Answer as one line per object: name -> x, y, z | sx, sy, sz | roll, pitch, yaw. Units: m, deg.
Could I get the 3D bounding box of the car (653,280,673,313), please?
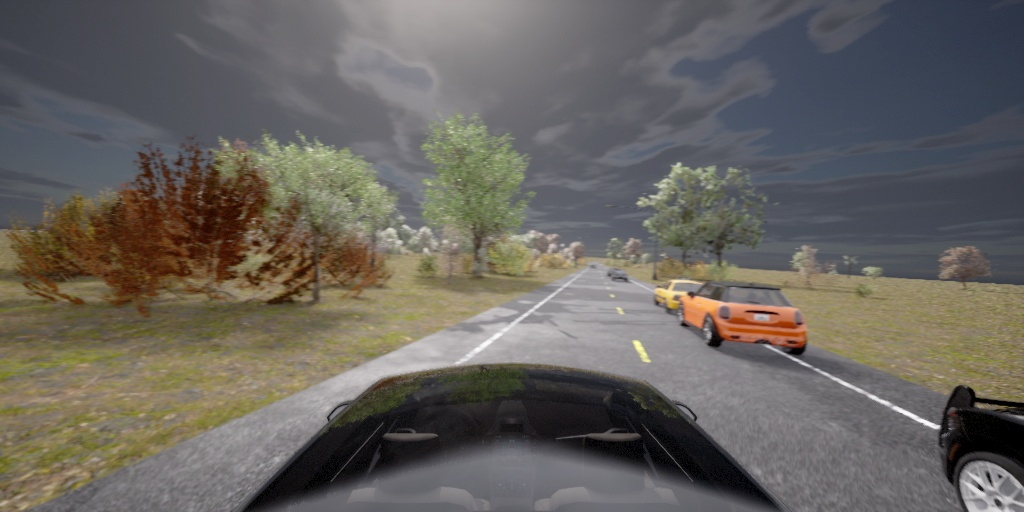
car -> 7.847, 1.767, 16.688 | 1.801, 1.575, 5.366 | 3, -1, 13

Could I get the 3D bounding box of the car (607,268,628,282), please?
car -> 13.235, 2.378, 44.217 | 2.033, 1.411, 5.357 | 3, 0, 13

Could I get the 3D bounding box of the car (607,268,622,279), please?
car -> 15.664, 2.609, 54.978 | 1.994, 1.385, 4.181 | 3, 0, 13

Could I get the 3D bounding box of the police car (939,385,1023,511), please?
police car -> 4.215, 1.396, 1.028 | 1.930, 1.638, 5.238 | 3, -1, 13

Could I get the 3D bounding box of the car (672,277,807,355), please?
car -> 6.447, 1.532, 10.632 | 2.097, 1.767, 4.553 | 3, -1, 13
